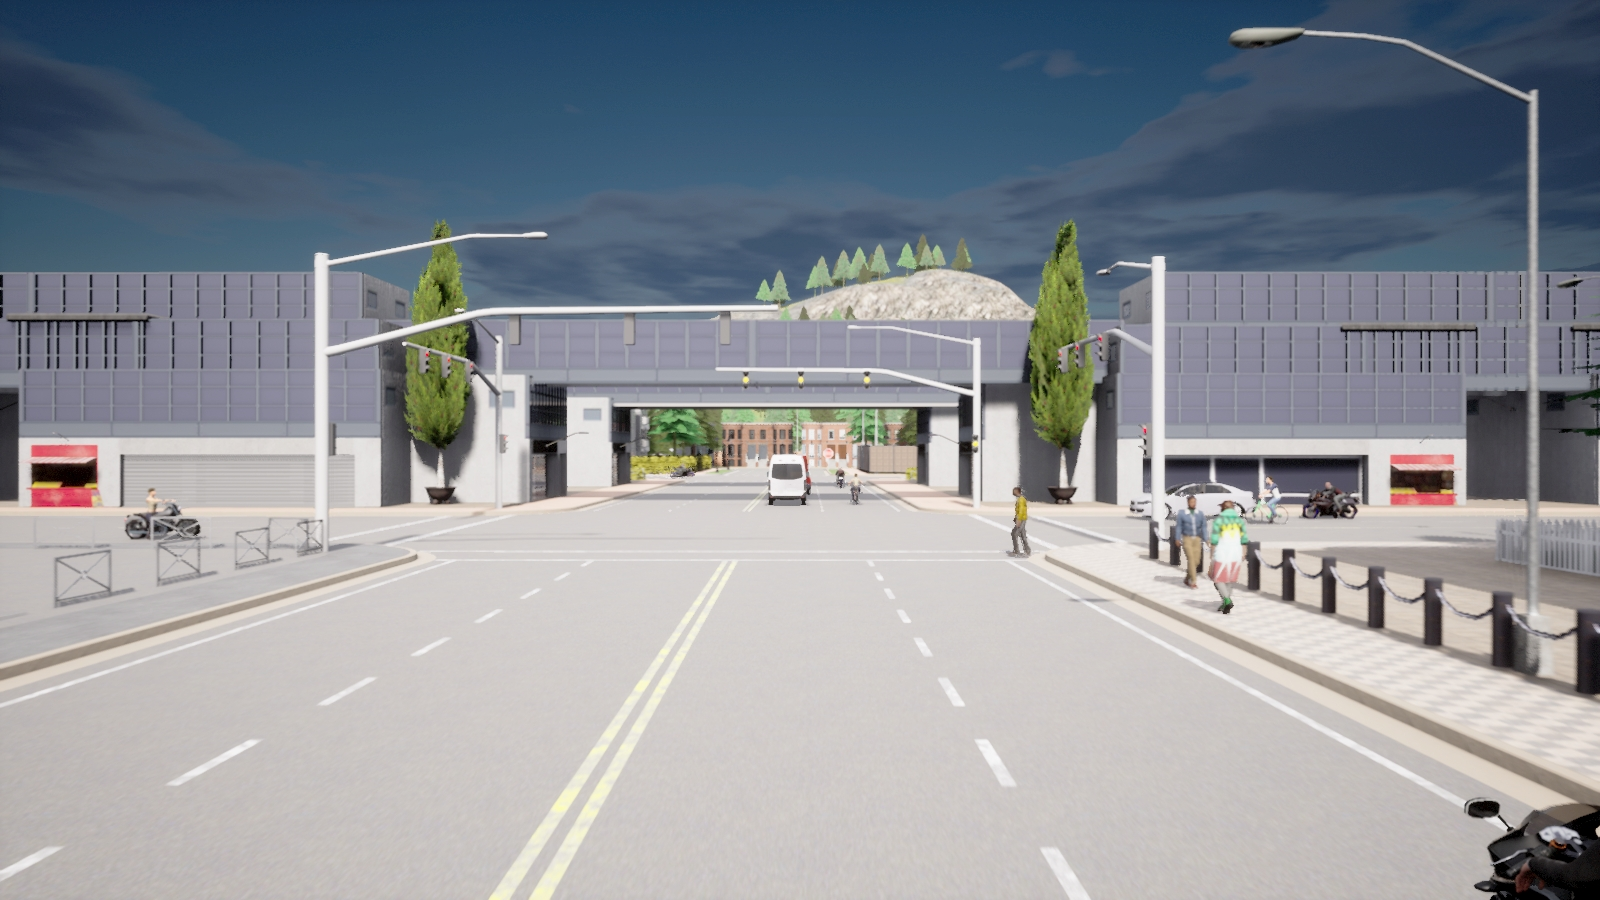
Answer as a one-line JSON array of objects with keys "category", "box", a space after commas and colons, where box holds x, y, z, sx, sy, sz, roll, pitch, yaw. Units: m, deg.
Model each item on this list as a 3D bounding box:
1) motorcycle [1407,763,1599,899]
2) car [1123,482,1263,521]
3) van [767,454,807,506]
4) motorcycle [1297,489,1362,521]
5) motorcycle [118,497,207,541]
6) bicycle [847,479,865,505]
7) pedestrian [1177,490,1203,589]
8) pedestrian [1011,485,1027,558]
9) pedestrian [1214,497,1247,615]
[{"category": "motorcycle", "box": [3.499, 2.204, 4.662, 0.867, 1.251, 2.209, 0, 0, 0]}, {"category": "car", "box": [15.837, 2.057, 46.214, 4.892, 1.480, 2.231, 0, 0, 0]}, {"category": "van", "box": [-0.640, 1.529, 60.417, 1.988, 2.561, 5.915, 0, 0, 0]}, {"category": "motorcycle", "box": [21.411, 2.201, 46.209, 2.209, 1.251, 0.867, 0, 0, 0]}, {"category": "motorcycle", "box": [-19.888, 2.152, 35.667, 2.356, 1.307, 0.764, 0, 0, 1]}, {"category": "bicycle", "box": [2.873, 2.152, 58.763, 0.859, 1.276, 1.487, 0, 0, 0]}, {"category": "pedestrian", "box": [7.459, 1.697, 21.848, 0.375, 1.860, 0.375, 0, 0, 1]}, {"category": "pedestrian", "box": [5.656, 1.846, 29.523, 0.375, 1.860, 0.375, 0, 0, 17]}, {"category": "pedestrian", "box": [6.915, 1.695, 18.374, 0.375, 1.860, 0.375, 0, 0, -5]}]
